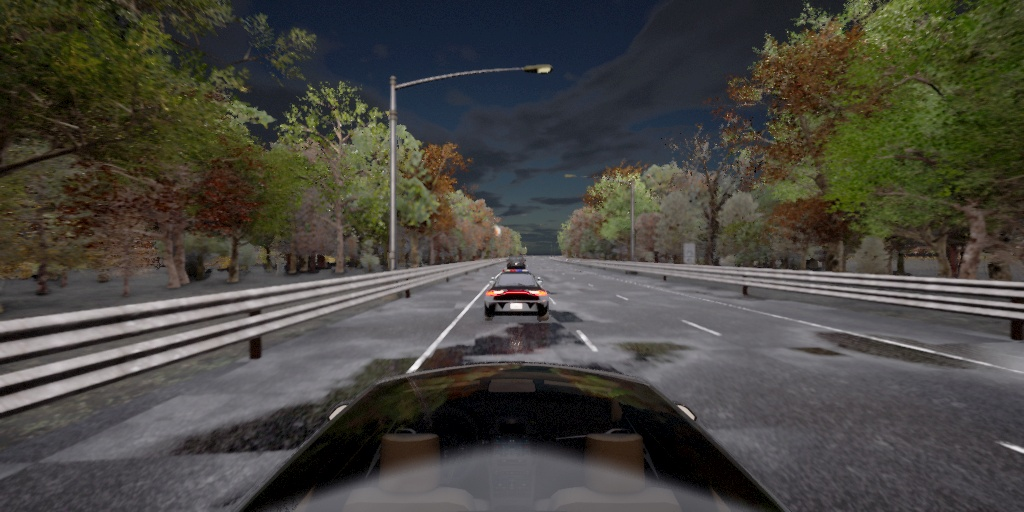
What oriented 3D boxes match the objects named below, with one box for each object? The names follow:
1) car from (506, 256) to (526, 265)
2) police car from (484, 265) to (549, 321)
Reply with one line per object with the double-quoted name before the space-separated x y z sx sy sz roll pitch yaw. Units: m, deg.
"car" 0.506 0.965 42.164 2.150 2.045 5.566 0 0 1
"police car" 0.140 1.253 12.647 2.038 1.542 4.974 0 0 0
